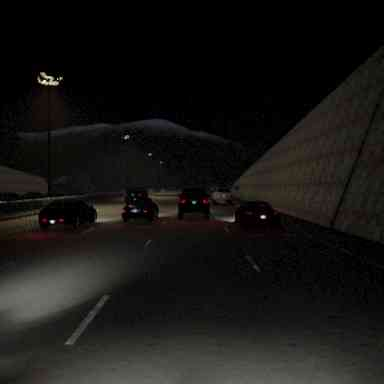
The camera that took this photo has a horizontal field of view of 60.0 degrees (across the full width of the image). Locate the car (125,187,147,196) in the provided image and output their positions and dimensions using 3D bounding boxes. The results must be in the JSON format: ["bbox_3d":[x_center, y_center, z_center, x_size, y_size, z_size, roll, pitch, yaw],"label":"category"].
[{"bbox_3d":[-6.829,0.460,40.955,2.150,2.045,5.566,0,0,0],"label":"car"}]

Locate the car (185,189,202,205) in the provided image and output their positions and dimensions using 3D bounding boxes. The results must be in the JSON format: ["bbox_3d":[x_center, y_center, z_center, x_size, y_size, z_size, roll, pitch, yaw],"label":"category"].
[{"bbox_3d":[0.173,0.580,42.057,2.097,1.767,4.553,0,1,0],"label":"car"}]

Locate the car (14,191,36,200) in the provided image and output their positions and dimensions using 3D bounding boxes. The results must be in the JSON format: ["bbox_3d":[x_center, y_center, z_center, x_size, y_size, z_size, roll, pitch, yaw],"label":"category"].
[{"bbox_3d":[-24.414,0.611,50.983,2.033,1.411,5.357,0,1,0],"label":"car"}]

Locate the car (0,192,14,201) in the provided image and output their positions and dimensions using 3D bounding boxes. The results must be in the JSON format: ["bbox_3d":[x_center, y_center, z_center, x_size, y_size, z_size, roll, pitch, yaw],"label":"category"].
[{"bbox_3d":[-27.921,0.642,50.291,1.994,1.385,4.181,0,1,0],"label":"car"}]

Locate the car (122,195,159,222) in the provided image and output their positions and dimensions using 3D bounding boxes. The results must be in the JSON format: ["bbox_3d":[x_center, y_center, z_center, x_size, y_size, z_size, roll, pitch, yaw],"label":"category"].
[{"bbox_3d":[-3.362,1.137,22.260,2.033,1.411,5.357,0,1,0],"label":"car"}]

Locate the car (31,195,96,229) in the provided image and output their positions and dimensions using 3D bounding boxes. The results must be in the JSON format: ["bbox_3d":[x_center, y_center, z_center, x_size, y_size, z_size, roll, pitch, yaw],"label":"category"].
[{"bbox_3d":[-6.868,1.158,18.794,1.837,1.490,4.892,0,1,0],"label":"car"}]

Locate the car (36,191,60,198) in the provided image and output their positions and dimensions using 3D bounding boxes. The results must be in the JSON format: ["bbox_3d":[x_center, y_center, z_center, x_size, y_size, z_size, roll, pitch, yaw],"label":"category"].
[{"bbox_3d":[-20.924,0.574,50.030,2.128,1.511,4.902,0,1,0],"label":"car"}]

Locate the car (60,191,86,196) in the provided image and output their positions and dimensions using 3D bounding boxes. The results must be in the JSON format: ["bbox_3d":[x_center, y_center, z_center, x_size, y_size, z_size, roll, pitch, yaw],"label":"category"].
[{"bbox_3d":[-17.424,0.574,50.025,2.128,1.511,4.902,0,1,0],"label":"car"}]

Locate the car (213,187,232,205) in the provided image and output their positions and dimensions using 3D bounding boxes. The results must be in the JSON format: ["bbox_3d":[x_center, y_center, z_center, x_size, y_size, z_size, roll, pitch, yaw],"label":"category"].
[{"bbox_3d":[3.670,0.455,41.218,2.150,2.045,5.566,0,0,0],"label":"car"}]

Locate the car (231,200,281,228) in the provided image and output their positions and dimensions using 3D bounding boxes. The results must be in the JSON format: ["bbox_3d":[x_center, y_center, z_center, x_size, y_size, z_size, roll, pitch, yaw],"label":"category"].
[{"bbox_3d":[3.633,1.213,18.971,1.994,1.385,4.181,0,1,0],"label":"car"}]

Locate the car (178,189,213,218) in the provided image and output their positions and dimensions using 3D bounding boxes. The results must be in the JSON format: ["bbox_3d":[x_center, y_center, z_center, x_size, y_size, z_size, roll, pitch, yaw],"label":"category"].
[{"bbox_3d":[0.142,0.761,24.802,2.150,2.045,5.566,0,1,0],"label":"car"}]
